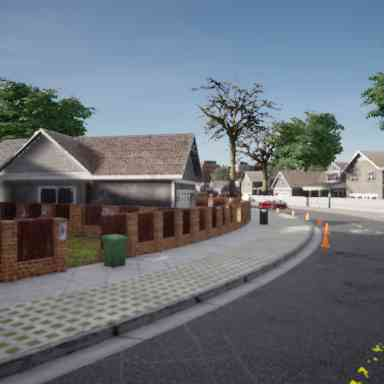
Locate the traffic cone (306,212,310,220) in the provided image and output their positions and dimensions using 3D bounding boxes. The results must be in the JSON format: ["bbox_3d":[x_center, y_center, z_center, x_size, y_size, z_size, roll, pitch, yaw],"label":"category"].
[{"bbox_3d":[9.547,1.982,27.432,0.340,0.580,0.340,0,0,6],"label":"traffic cone"}]

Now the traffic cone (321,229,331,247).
[{"bbox_3d":[5.588,1.987,13.928,0.340,0.580,0.340,0,0,26],"label":"traffic cone"}]

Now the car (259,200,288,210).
[{"bbox_3d":[10.419,1.620,42.707,1.895,1.301,4.718,0,0,-12],"label":"car"}]

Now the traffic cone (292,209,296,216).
[{"bbox_3d":[9.803,1.980,32.137,0.340,0.580,0.340,0,0,0],"label":"traffic cone"}]

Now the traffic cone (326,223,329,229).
[{"bbox_3d":[7.425,1.988,18.266,0.340,0.580,0.340,0,0,20],"label":"traffic cone"}]

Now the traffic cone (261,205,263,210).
[{"bbox_3d":[8.686,1.975,41.515,0.340,0.580,0.340,0,0,-13],"label":"traffic cone"}]
